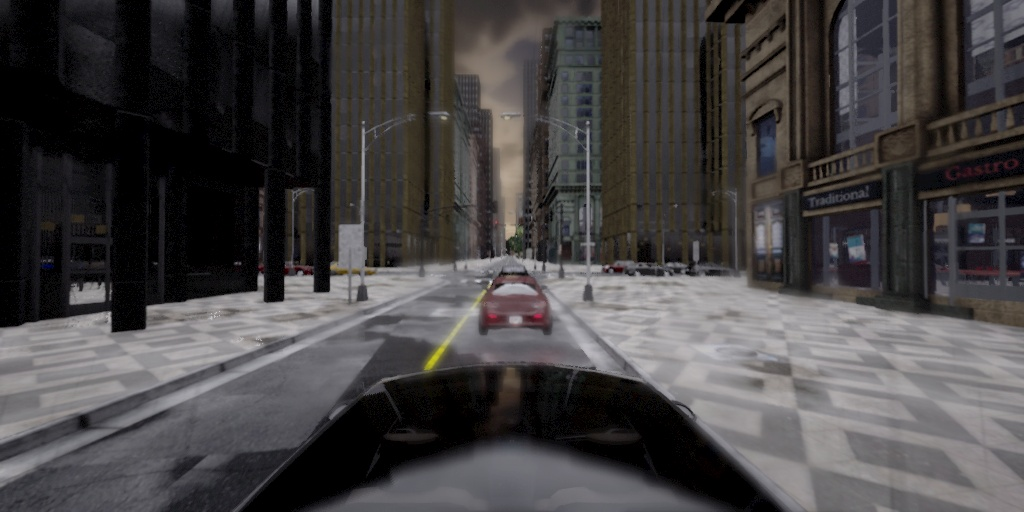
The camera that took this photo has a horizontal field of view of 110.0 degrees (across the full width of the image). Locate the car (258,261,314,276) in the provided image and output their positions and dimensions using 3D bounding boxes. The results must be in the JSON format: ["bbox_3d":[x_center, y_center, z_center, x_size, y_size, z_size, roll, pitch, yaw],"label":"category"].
[{"bbox_3d":[-20.062,1.155,32.380,4.507,1.381,1.888,0,0,0],"label":"car"}]

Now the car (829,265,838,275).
[{"bbox_3d":[35.003,1.511,41.087,4.207,1.307,1.802,0,0,0],"label":"car"}]

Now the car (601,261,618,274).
[{"bbox_3d":[12.329,1.263,41.012,4.097,1.591,1.967,0,0,0],"label":"car"}]

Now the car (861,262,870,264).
[{"bbox_3d":[40.670,1.404,41.106,4.097,1.591,1.967,0,0,0],"label":"car"}]

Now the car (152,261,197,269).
[{"bbox_3d":[-30.662,1.156,32.345,4.313,1.339,1.948,0,0,0],"label":"car"}]

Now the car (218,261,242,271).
[{"bbox_3d":[-30.959,1.254,40.868,4.507,1.381,1.888,0,0,0],"label":"car"}]

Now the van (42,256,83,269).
[{"bbox_3d":[-41.263,0.916,32.309,3.998,1.789,1.690,0,0,0],"label":"van"}]

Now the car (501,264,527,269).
[{"bbox_3d":[0.098,1.223,20.497,2.128,1.511,4.902,0,0,0],"label":"car"}]

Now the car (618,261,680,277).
[{"bbox_3d":[12.327,1.254,32.488,4.403,1.370,2.007,0,0,0],"label":"car"}]

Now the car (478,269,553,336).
[{"bbox_3d":[0.089,1.267,10.300,1.812,1.442,4.674,0,0,0],"label":"car"}]

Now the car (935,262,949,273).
[{"bbox_3d":[40.669,1.285,32.581,4.097,1.591,1.967,0,0,0],"label":"car"}]

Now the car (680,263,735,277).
[{"bbox_3d":[17.997,1.290,32.507,4.313,1.339,1.948,0,0,0],"label":"car"}]

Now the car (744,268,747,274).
[{"bbox_3d":[23.834,1.275,32.526,4.829,1.417,1.751,0,0,0],"label":"car"}]

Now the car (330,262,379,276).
[{"bbox_3d":[-14.592,1.148,32.398,4.829,1.417,1.751,0,0,0],"label":"car"}]
